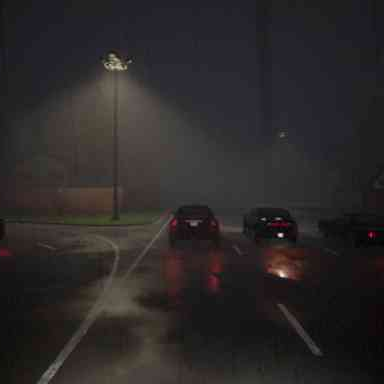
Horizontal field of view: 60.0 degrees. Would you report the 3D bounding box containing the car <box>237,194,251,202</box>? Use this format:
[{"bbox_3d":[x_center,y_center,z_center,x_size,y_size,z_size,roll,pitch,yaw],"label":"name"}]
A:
[{"bbox_3d":[10.473,1.216,66.418,2.097,1.767,4.553,0,0,0],"label":"car"}]

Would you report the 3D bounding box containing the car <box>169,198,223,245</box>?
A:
[{"bbox_3d":[0.086,1.320,15.580,2.097,1.767,4.553,0,0,0],"label":"car"}]

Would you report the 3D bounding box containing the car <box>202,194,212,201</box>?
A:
[{"bbox_3d":[3.469,1.245,76.448,1.994,1.385,4.181,0,0,0],"label":"car"}]

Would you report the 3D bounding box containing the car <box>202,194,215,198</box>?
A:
[{"bbox_3d":[3.473,1.217,66.379,2.097,1.767,4.553,0,0,0],"label":"car"}]

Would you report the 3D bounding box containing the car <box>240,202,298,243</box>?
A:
[{"bbox_3d":[3.588,1.472,15.887,1.837,1.490,4.892,0,0,0],"label":"car"}]

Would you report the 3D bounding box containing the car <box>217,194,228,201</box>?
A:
[{"bbox_3d":[6.969,1.217,76.449,2.128,1.511,4.902,0,0,0],"label":"car"}]

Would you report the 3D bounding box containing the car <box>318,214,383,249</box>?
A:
[{"bbox_3d":[7.087,1.571,14.257,1.895,1.301,4.718,0,0,0],"label":"car"}]

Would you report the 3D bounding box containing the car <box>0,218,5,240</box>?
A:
[{"bbox_3d":[-10.349,1.448,14.996,5.008,1.535,1.882,0,0,37],"label":"car"}]

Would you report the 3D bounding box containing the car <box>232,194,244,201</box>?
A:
[{"bbox_3d":[10.469,1.232,76.450,2.033,1.411,5.357,0,0,0],"label":"car"}]

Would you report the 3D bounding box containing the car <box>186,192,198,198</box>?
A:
[{"bbox_3d":[-0.027,1.088,66.057,2.150,2.045,5.566,0,0,0],"label":"car"}]

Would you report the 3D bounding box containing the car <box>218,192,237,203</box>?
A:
[{"bbox_3d":[6.973,1.088,66.060,2.150,2.045,5.566,0,0,0],"label":"car"}]
